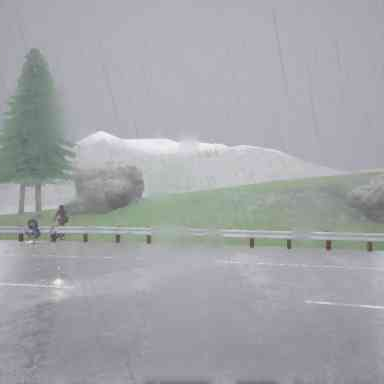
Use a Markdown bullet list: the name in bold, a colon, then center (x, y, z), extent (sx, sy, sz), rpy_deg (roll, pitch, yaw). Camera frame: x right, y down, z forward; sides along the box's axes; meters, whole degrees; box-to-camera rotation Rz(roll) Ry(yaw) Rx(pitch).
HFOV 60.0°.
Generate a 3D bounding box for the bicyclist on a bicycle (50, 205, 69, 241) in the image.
- **bicyclist on a bicycle**: center (-5.979, 1.424, 15.132), extent (0.582, 1.620, 1.656), rpy_deg (4, -9, 3)

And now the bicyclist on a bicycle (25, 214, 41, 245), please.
- **bicyclist on a bicycle**: center (-7.029, 1.728, 14.690), extent (0.582, 1.656, 1.620), rpy_deg (-3, 4, -35)
